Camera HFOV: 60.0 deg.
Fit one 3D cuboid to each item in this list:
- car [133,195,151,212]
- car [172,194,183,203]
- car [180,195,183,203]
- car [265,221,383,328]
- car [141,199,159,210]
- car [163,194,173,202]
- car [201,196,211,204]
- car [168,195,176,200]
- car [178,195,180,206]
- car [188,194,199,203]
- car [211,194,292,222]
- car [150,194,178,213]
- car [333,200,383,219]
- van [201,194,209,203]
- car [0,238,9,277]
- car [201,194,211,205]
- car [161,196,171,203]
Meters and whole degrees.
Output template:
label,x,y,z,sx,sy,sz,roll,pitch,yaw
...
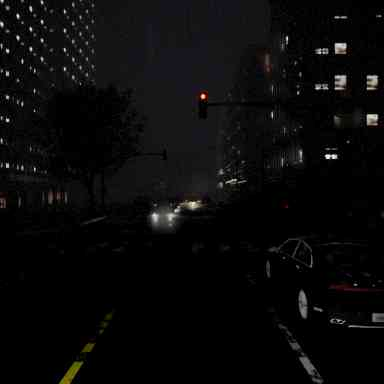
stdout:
label,x,y,z,sx,sy,sz,roll,pitch,yaw
car,-5.637,1.336,39.308,2.192,1.841,5.009,0,0,0
car,-2.913,1.406,68.655,2.097,1.767,4.553,0,0,0
car,-3.012,1.564,56.216,1.812,1.442,4.674,0,0,1
car,2.699,1.551,6.908,2.008,1.369,4.403,0,0,0
car,-5.630,1.592,44.831,1.947,1.339,4.313,0,0,0
car,-5.584,1.385,77.967,2.192,1.841,5.009,0,0,0
car,2.782,1.577,67.080,1.752,1.417,4.829,0,0,0
car,-5.561,1.654,94.536,2.008,1.369,4.403,0,0,0
car,-3.031,1.505,46.132,1.882,1.535,5.008,0,0,0
car,0.095,1.581,69.036,1.812,1.442,4.674,0,0,0
car,4.613,1.206,25.123,5.566,2.045,2.150,-1,1,20
car,-3.048,1.371,37.042,2.097,1.767,4.553,0,0,0
car,13.462,1.350,26.299,4.403,1.369,2.008,-1,1,0
van,2.789,1.402,72.434,1.690,1.788,3.998,0,0,0
car,-5.681,1.545,6.919,1.887,1.381,4.507,0,0,0
car,2.774,1.610,61.387,1.947,1.339,4.313,0,0,0
car,-5.592,1.627,72.445,1.947,1.339,4.313,0,0,0
